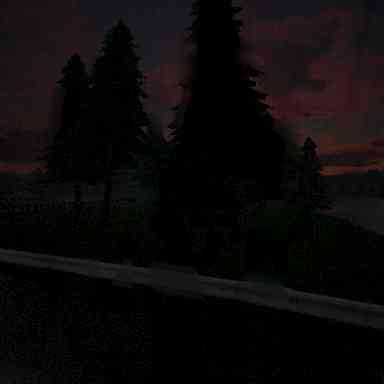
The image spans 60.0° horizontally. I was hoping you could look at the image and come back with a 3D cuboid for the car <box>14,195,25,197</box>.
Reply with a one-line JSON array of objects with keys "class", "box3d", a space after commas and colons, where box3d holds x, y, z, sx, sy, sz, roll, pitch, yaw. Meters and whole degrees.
[{"class": "car", "box3d": [-39.742, 1.469, 76.145, 1.882, 1.535, 5.008, 0, 0, 1]}]
